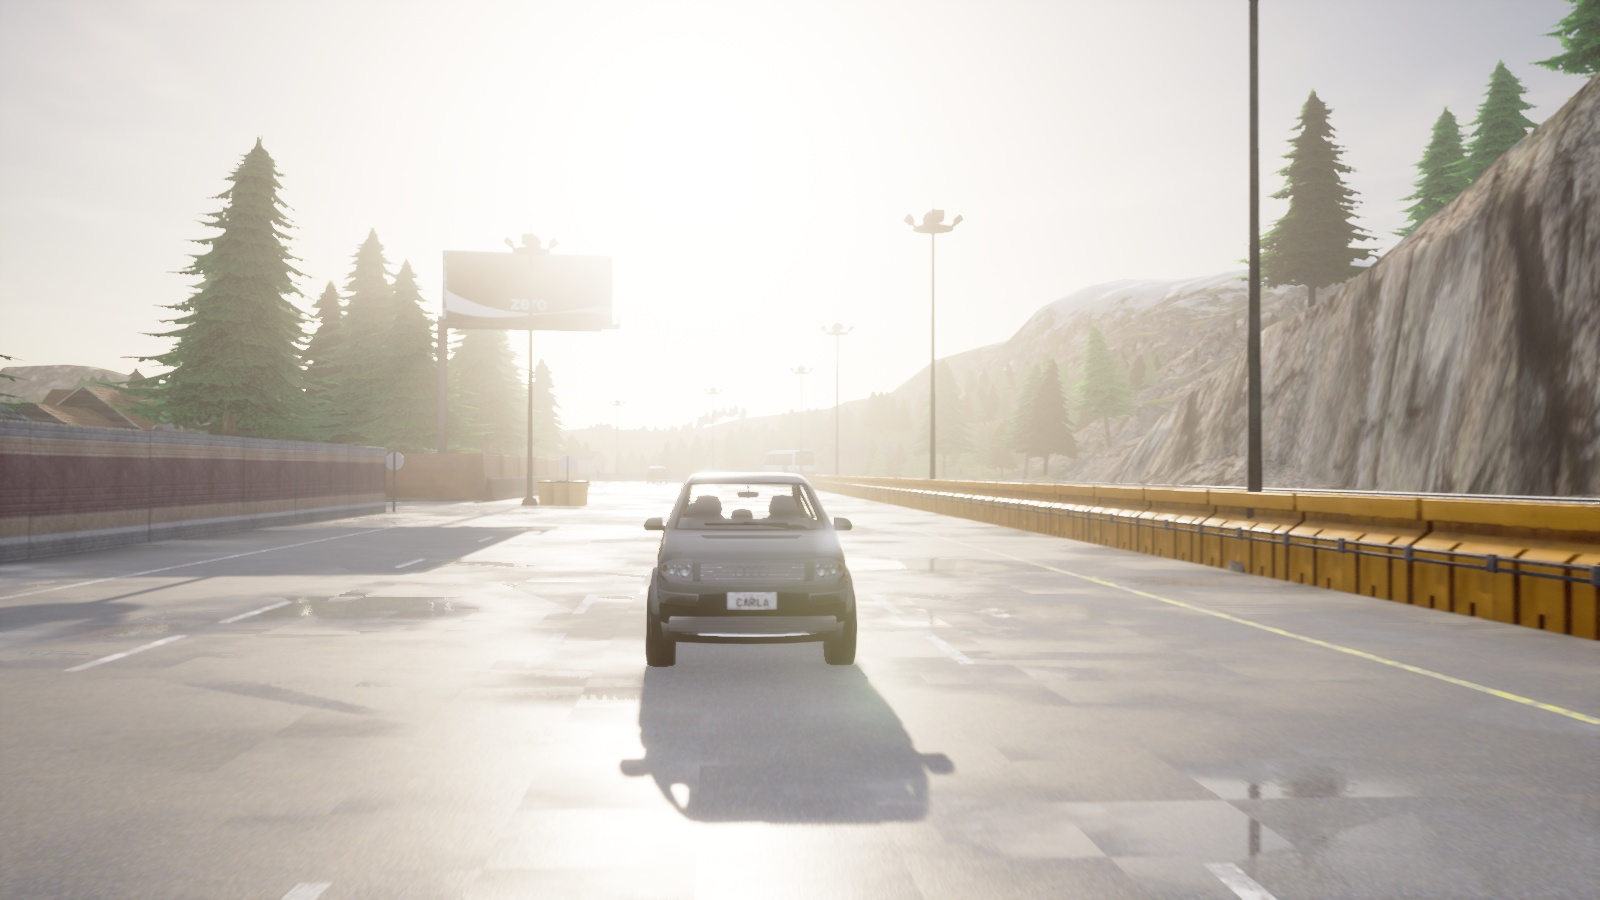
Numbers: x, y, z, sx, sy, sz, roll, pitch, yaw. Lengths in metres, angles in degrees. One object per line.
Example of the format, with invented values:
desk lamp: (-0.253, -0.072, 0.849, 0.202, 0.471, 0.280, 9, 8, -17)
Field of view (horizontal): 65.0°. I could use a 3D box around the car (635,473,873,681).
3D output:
car: (-0.478, 0.985, 11.322, 1.789, 1.549, 3.705, 0, -1, -4)
